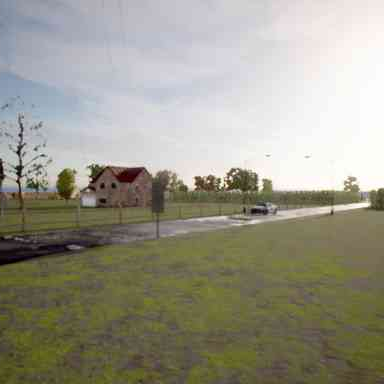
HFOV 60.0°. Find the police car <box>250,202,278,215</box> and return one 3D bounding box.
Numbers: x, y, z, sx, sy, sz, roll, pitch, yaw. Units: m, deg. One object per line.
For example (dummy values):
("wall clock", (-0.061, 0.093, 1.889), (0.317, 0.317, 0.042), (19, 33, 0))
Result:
("police car", (8.925, 2.043, 41.261), (2.038, 1.542, 4.974), (1, 0, 35))
